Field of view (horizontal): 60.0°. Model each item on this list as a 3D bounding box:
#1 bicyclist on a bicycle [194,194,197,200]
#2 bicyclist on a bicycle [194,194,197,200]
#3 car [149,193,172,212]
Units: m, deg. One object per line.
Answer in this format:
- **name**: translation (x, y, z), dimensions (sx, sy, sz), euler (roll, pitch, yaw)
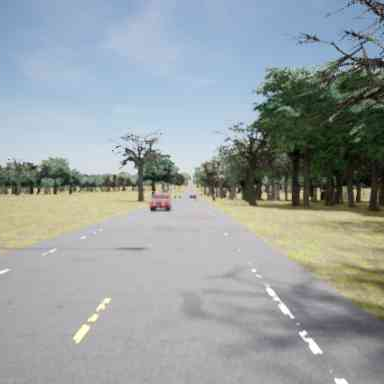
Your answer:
- **bicyclist on a bicycle**: translation (1.015, 1.456, 93.619), dimensions (0.866, 1.612, 1.509), euler (0, 0, 0)
- **bicyclist on a bicycle**: translation (1.012, 1.441, 84.099), dimensions (0.582, 1.620, 1.656), euler (0, -1, 0)
- **car**: translation (-3.563, 1.156, 38.341), dimensions (2.150, 2.045, 5.566), euler (0, 0, 0)
